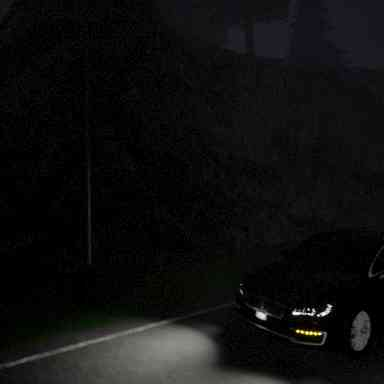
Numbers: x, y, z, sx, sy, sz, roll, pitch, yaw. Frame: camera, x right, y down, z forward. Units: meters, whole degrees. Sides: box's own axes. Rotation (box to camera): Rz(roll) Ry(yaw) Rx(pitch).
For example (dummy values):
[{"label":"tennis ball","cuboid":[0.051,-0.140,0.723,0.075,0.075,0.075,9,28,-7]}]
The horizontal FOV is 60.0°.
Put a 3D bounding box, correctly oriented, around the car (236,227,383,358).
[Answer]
[{"label":"car","cuboid":[2.957,1.461,6.034,4.892,1.490,1.837,0,0,-35]}]
